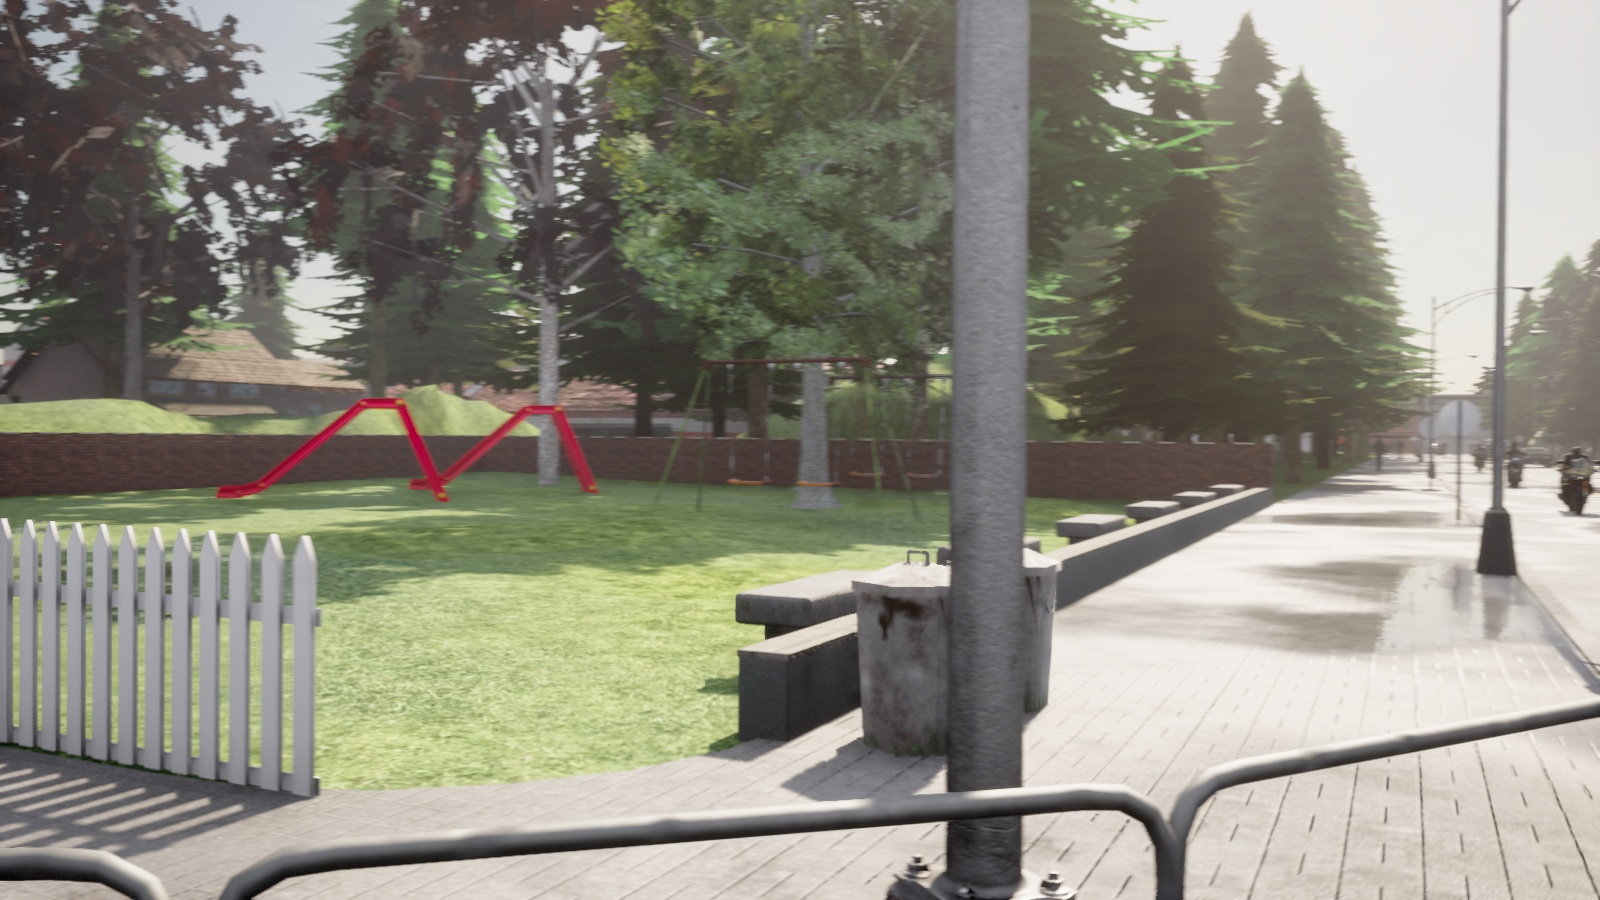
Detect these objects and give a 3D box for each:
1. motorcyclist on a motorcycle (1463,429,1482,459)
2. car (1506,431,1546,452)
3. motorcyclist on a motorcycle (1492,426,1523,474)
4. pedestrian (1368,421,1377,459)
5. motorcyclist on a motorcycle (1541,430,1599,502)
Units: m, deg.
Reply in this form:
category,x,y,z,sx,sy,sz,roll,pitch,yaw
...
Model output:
category,x,y,z,sx,sy,sz,roll,pitch,yaw
motorcyclist on a motorcycle,34.771,-0.334,64.956,0.797,1.523,2.044,0,1,26
car,47.340,-0.552,81.979,1.895,1.301,4.718,0,1,26
motorcyclist on a motorcycle,24.604,-0.016,43.681,0.766,1.649,2.350,0,1,26
pedestrian,27.815,-0.478,60.998,0.353,1.847,0.614,0,1,24
motorcyclist on a motorcycle,17.097,0.328,27.920,0.866,1.530,2.191,0,1,25
